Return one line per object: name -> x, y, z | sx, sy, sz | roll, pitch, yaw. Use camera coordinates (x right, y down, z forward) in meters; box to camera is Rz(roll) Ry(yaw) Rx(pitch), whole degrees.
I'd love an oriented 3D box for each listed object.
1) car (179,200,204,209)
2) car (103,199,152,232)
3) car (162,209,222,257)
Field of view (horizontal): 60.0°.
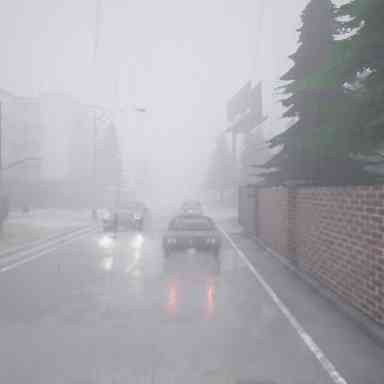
car -> -0.062, 1.360, 25.932 | 2.033, 1.411, 5.357 | 0, 1, 0
car -> -3.604, 1.231, 19.161 | 2.097, 1.767, 4.553 | 0, 0, 0
car -> 0.003, 1.522, 12.501 | 1.895, 1.301, 4.718 | 0, 0, 0
